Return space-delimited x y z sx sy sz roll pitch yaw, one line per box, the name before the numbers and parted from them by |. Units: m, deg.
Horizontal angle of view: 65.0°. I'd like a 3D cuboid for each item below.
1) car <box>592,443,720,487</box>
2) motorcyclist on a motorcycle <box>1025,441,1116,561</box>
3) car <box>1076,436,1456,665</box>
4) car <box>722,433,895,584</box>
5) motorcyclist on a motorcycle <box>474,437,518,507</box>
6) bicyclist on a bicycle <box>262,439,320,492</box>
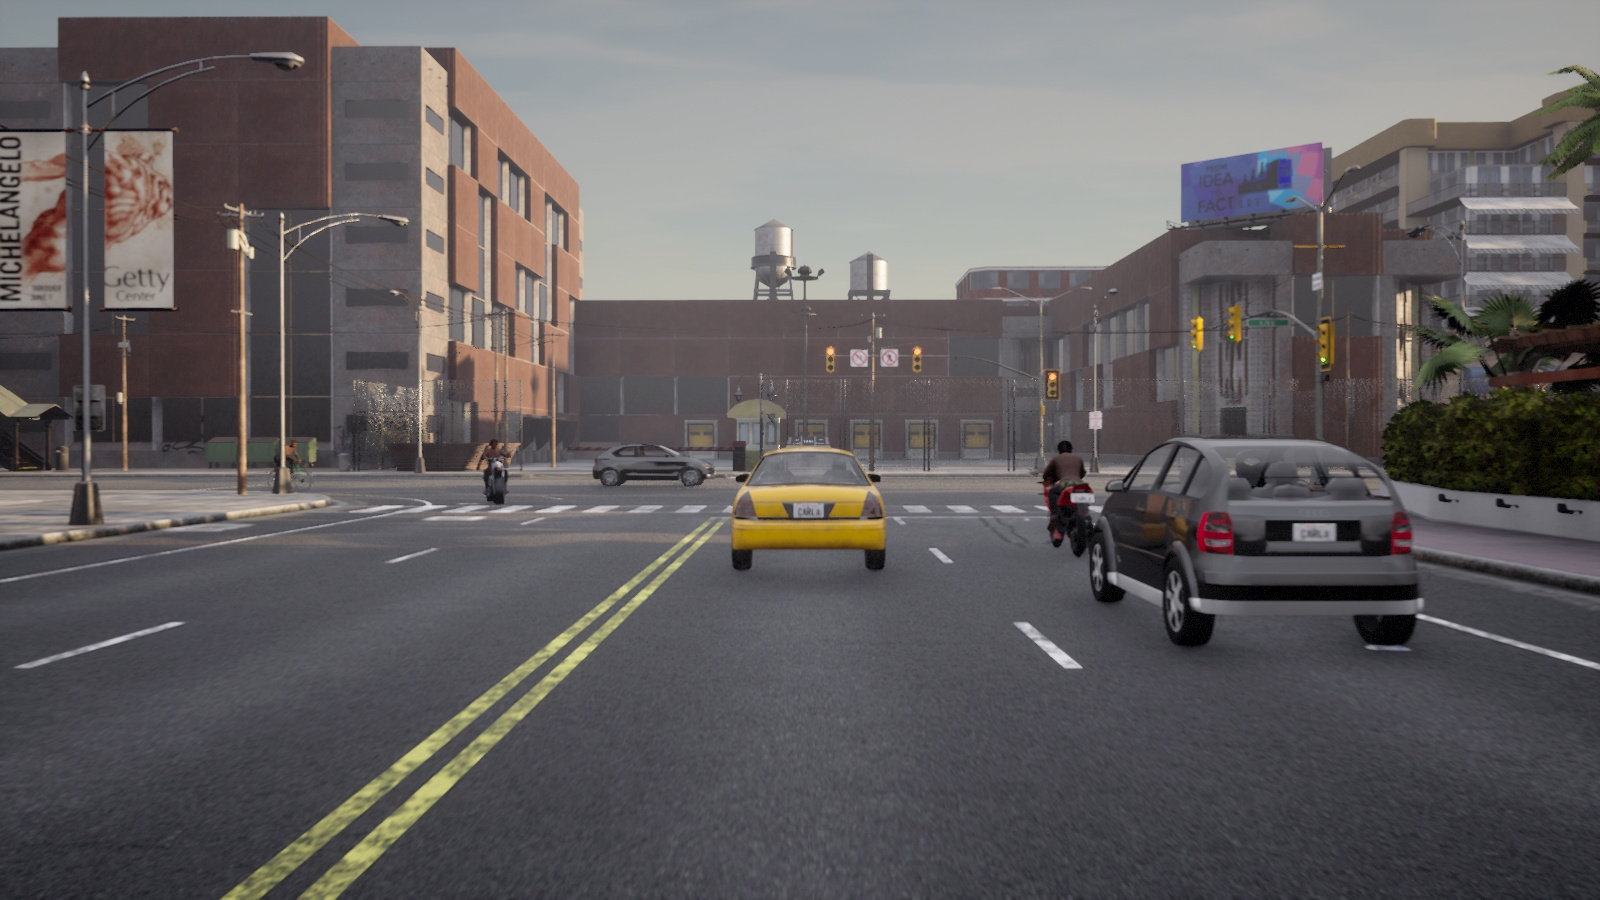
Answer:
car | -4.923 0.512 43.245 4.193 1.474 1.816 0 0 1
motorcyclist on a motorcycle | 3.611 0.636 16.930 0.797 1.523 2.044 0 0 0
car | 3.571 0.669 10.382 1.789 1.549 3.705 0 0 1
car | 0.105 0.596 15.809 1.801 1.575 5.366 0 0 0
motorcyclist on a motorcycle | -7.511 0.516 30.963 0.766 1.649 2.350 -1 1 -20
bicyclist on a bicycle | -15.872 0.466 39.145 1.656 1.620 0.582 0 1 17
